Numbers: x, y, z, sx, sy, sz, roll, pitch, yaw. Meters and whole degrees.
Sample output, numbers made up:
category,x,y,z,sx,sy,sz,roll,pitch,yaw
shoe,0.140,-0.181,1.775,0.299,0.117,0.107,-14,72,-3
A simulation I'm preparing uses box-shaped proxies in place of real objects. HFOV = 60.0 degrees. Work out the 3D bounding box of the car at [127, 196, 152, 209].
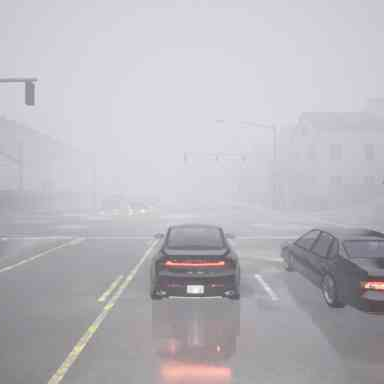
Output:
category,x,y,z,sx,sy,sz,roll,pitch,yaw
car,-7.098,1.477,45.189,1.882,1.535,5.008,0,0,0

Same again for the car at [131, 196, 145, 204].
category,x,y,z,sx,sy,sz,roll,pitch,yaw
car,-10.533,1.503,65.409,1.837,1.490,4.892,0,0,0

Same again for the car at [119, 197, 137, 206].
category,x,y,z,sx,sy,sz,roll,pitch,yaw
car,-10.587,1.547,55.221,2.033,1.411,5.357,0,0,0

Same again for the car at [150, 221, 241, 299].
category,x,y,z,sx,sy,sz,roll,pitch,yaw
car,0.075,1.505,8.410,1.837,1.490,4.892,0,0,0

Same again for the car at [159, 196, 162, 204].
category,x,y,z,sx,sy,sz,roll,pitch,yaw
car,-7.032,1.547,65.773,2.033,1.411,5.357,0,0,1

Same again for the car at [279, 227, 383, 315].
category,x,y,z,sx,sy,sz,roll,pitch,yaw
car,3.575,1.547,7.834,2.033,1.411,5.357,0,0,0

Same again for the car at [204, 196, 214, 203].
category,x,y,z,sx,sy,sz,roll,pitch,yaw
car,3.499,1.545,69.176,2.033,1.411,5.357,0,0,0

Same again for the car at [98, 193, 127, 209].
category,x,y,z,sx,sy,sz,roll,pitch,yaw
car,-10.600,1.221,44.974,2.150,2.045,5.566,0,0,0

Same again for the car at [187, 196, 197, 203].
category,x,y,z,sx,sy,sz,roll,pitch,yaw
car,0.001,1.547,69.176,2.033,1.411,5.357,0,0,0

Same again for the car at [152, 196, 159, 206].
category,x,y,z,sx,sy,sz,roll,pitch,yaw
car,-7.090,1.505,54.644,1.837,1.490,4.892,0,0,0
